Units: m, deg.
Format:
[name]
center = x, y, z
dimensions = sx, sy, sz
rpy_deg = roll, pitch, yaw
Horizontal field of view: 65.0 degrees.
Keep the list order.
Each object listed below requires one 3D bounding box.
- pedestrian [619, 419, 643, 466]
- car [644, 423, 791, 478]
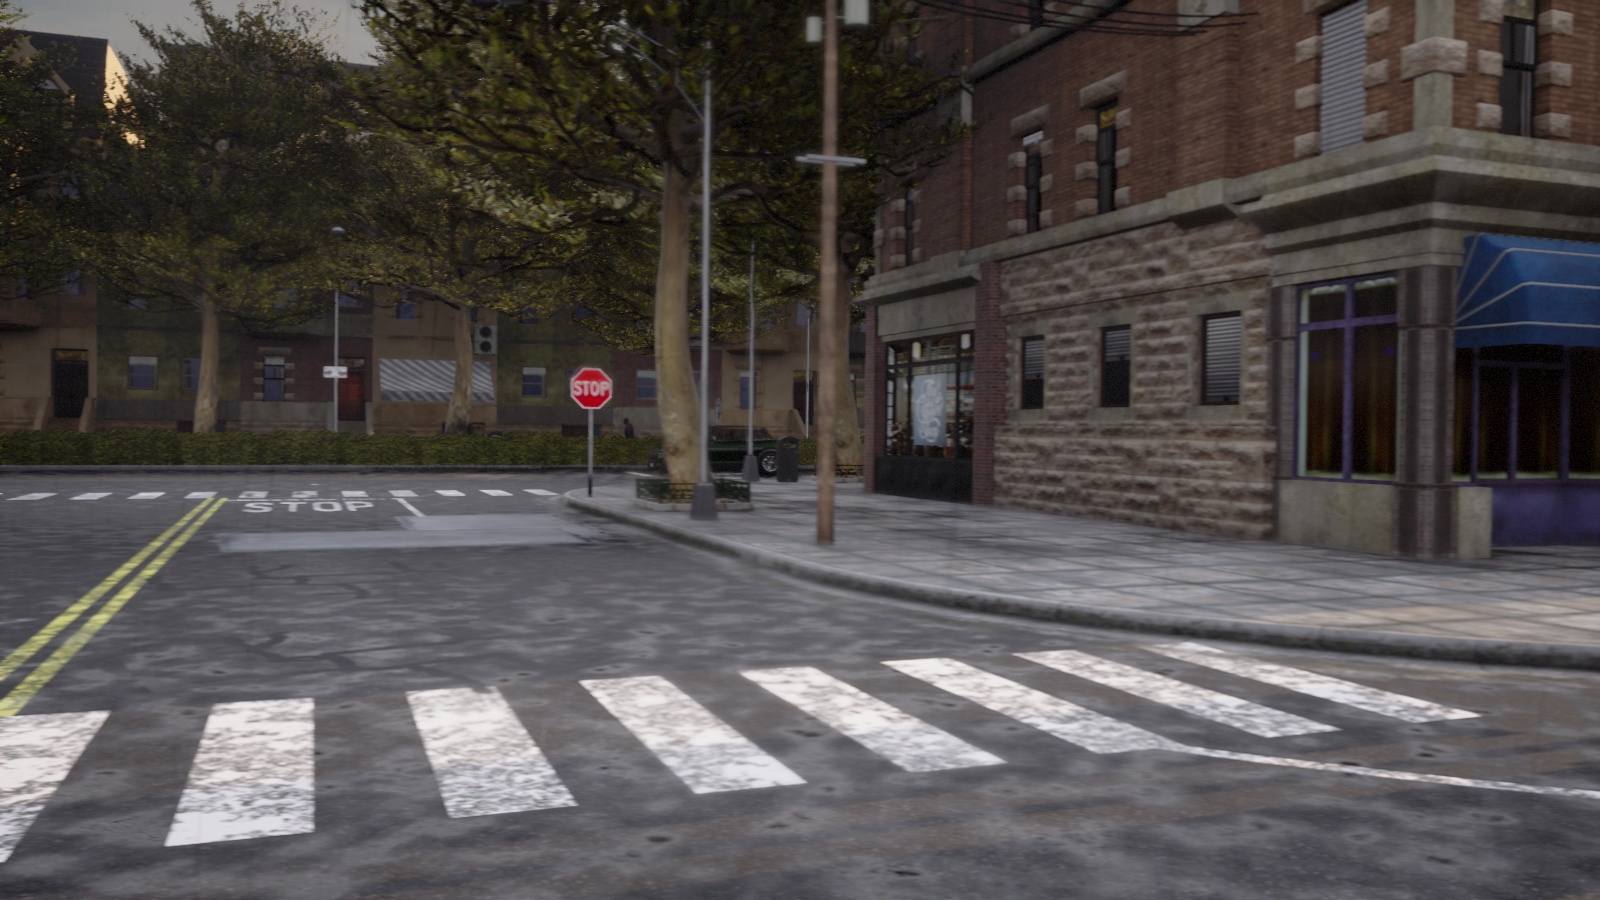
[pedestrian]
center = -6.897, -0.304, 51.200
dimensions = 0.849, 1.883, 0.563
rpy_deg = -1, 1, -15
[car]
center = -2.818, -0.010, 42.825
dimensions = 4.553, 1.767, 2.097
rpy_deg = -1, 1, -21
